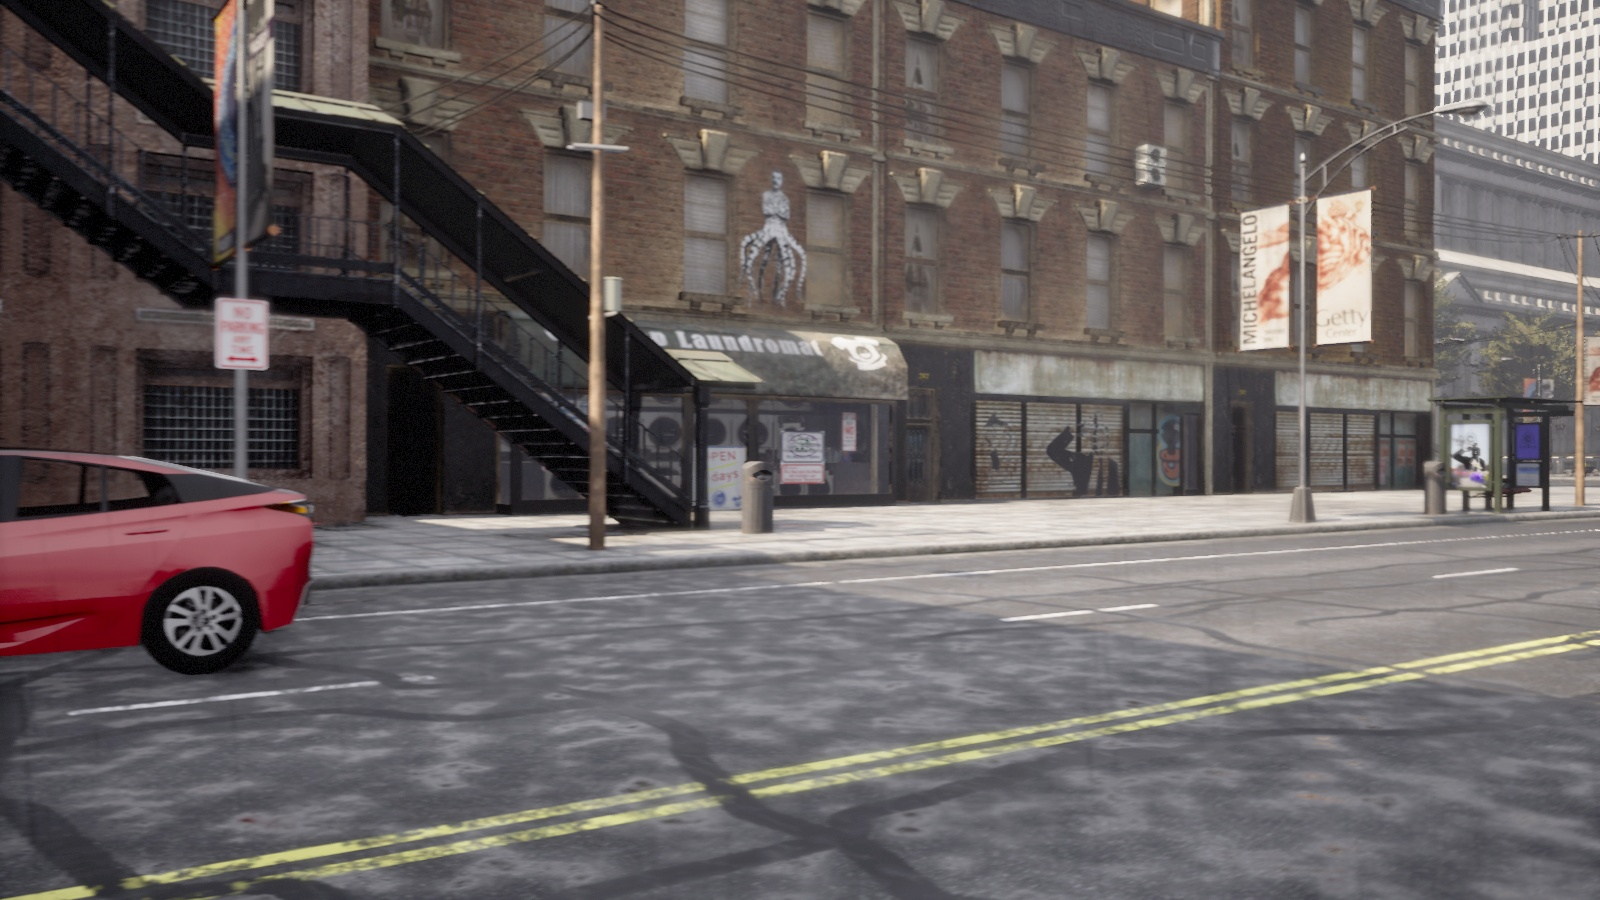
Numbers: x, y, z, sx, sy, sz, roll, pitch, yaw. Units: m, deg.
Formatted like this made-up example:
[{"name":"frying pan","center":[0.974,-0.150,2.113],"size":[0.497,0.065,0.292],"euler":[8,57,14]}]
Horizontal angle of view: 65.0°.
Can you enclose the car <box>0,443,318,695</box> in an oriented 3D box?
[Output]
[{"name":"car","center":[-5.755,0.723,8.193],"size":[4.514,1.525,2.007],"euler":[0,0,-35]}]
